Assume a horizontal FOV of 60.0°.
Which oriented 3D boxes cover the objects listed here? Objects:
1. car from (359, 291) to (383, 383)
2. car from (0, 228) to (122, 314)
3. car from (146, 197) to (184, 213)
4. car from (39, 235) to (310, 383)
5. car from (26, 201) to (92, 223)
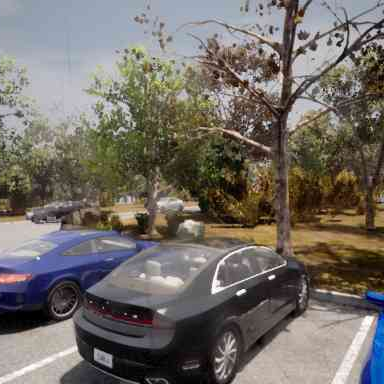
[{"bbox_3d":[3.134,1.479,3.587,2.097,1.535,5.008,0,0,36],"label":"car"},{"bbox_3d":[-2.202,1.525,7.385,2.002,1.452,4.674,0,0,36],"label":"car"},{"bbox_3d":[-2.664,1.295,34.059,1.812,1.442,4.674,-3,-1,35],"label":"car"},{"bbox_3d":[0.463,1.483,5.480,2.231,1.521,4.892,0,0,36],"label":"car"},{"bbox_3d":[-9.458,1.390,24.081,2.128,1.511,4.902,-3,-1,33],"label":"car"}]
